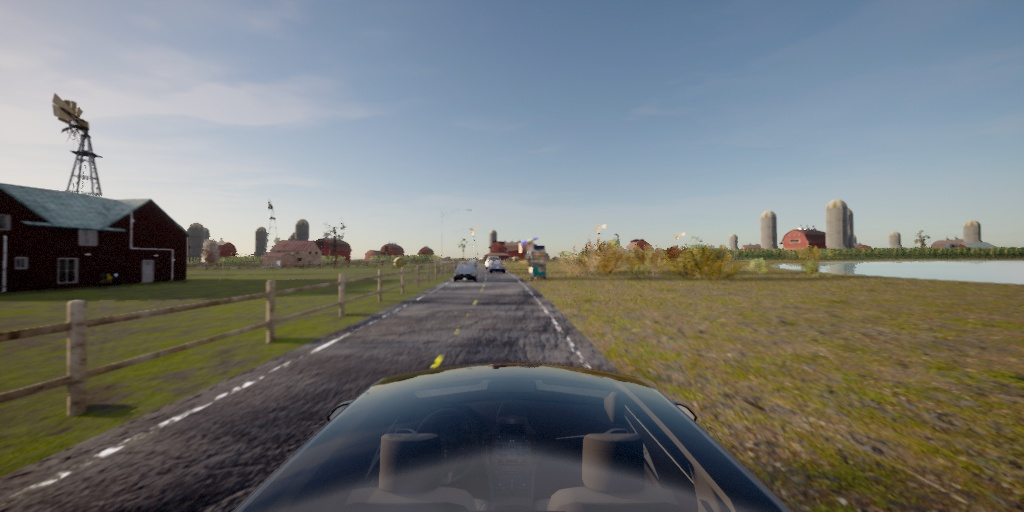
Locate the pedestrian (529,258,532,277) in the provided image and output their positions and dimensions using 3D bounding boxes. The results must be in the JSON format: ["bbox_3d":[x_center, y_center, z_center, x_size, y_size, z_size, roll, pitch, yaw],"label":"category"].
[{"bbox_3d":[1.750,1.074,33.926,0.375,1.860,0.375,1,-1,-2],"label":"pedestrian"}]

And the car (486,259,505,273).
[{"bbox_3d":[-1.905,1.377,45.188,1.994,1.385,4.181,0,0,-5],"label":"car"}]

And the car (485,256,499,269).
[{"bbox_3d":[-3.030,1.069,56.396,2.150,2.045,5.566,0,0,-6],"label":"car"}]

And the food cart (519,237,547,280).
[{"bbox_3d":[2.179,0.250,31.900,2.280,3.560,4.660,0,0,-4],"label":"food cart"}]

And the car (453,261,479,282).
[{"bbox_3d":[-3.674,1.329,29.316,2.033,1.411,5.357,0,0,-3],"label":"car"}]
